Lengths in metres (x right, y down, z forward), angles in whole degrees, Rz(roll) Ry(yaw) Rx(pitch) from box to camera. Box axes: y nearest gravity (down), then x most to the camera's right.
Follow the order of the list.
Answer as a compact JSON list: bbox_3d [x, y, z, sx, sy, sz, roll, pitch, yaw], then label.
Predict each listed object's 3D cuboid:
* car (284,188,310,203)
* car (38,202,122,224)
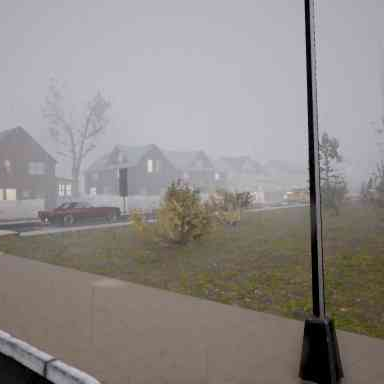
[{"bbox_3d":[13.946,0.594,42.269,1.882,1.535,5.008,-2,-1,44],"label":"car"},{"bbox_3d":[-6.726,1.253,20.442,1.895,1.301,4.718,-2,-1,43],"label":"car"}]
